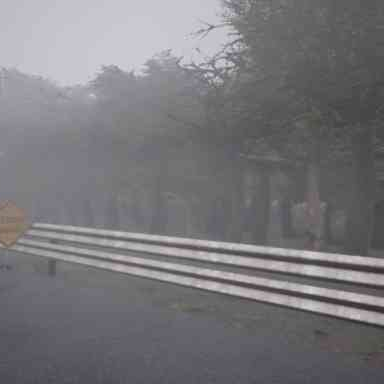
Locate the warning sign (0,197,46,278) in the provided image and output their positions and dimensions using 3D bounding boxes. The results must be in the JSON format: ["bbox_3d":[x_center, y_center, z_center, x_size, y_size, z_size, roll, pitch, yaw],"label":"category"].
[{"bbox_3d":[-4.692,1.093,8.537,1.060,1.860,1.300,2,0,35],"label":"warning sign"}]
